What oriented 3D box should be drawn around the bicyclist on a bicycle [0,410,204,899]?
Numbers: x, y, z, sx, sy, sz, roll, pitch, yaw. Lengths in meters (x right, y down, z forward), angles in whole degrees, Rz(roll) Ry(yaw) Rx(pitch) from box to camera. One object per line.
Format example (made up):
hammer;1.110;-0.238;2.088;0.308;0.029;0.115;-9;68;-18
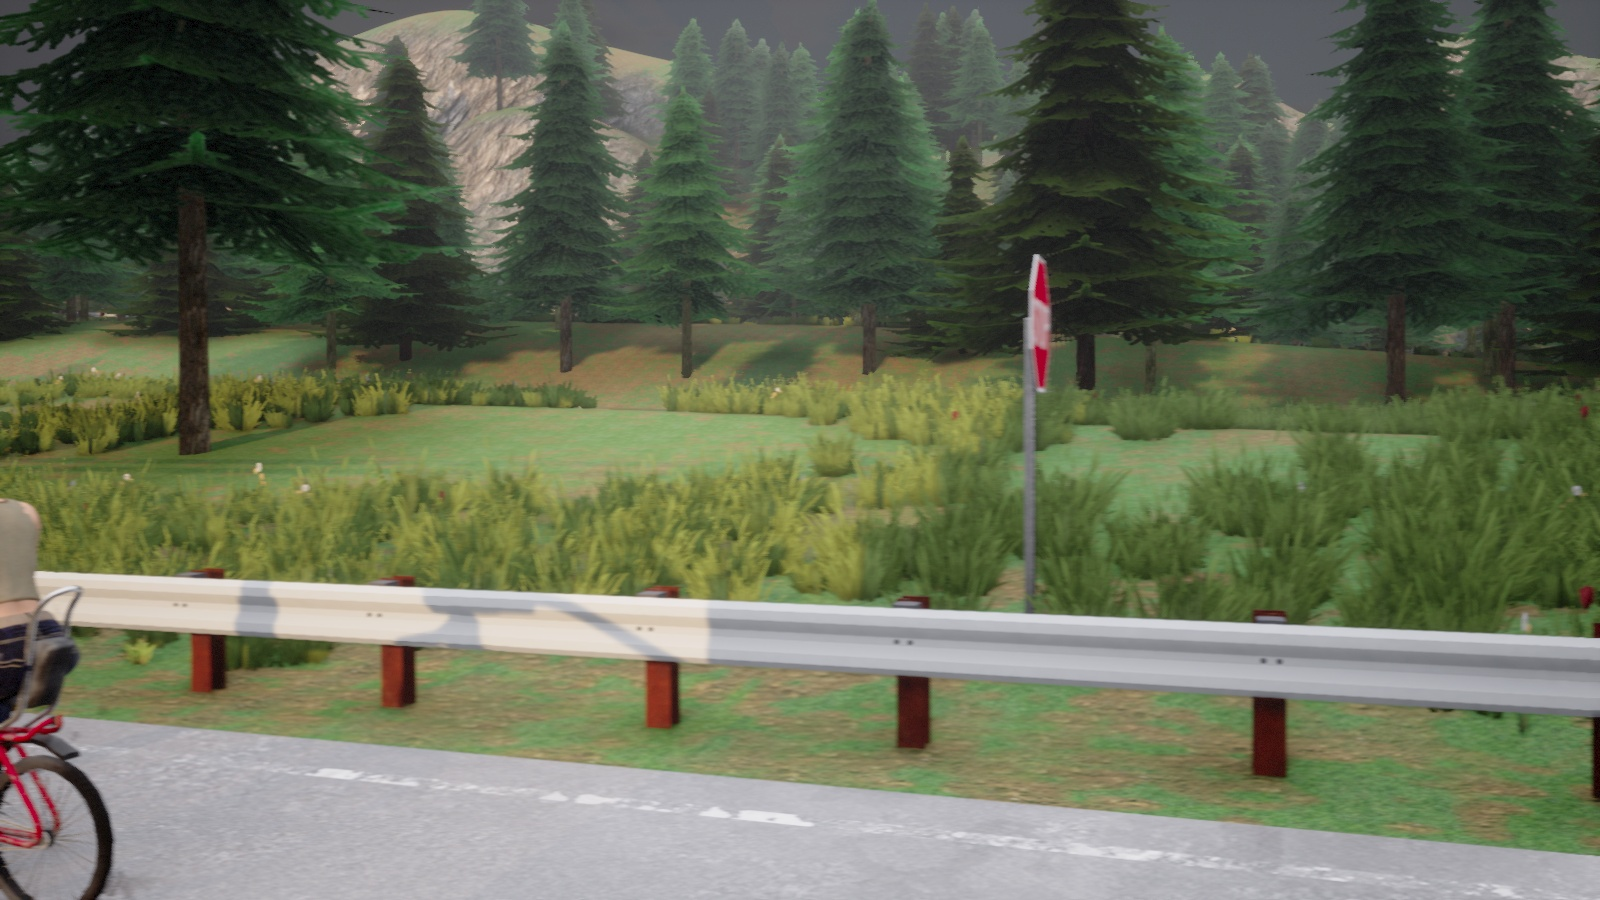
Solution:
bicyclist on a bicycle;-2.932;0.686;4.181;1.509;1.612;0.866;0;1;18
